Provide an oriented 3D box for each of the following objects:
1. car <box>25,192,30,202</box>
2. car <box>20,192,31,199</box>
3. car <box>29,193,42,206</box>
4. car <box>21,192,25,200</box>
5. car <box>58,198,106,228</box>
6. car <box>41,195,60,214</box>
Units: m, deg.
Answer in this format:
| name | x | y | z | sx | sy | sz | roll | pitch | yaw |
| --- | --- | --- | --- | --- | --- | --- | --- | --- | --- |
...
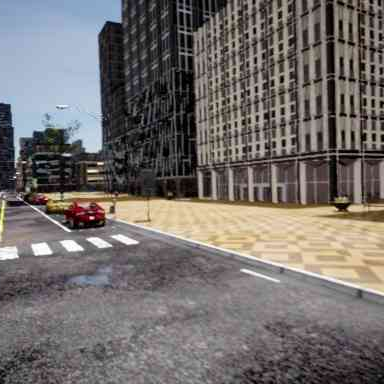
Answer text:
| name | x | y | z | sx | sy | sz | roll | pitch | yaw |
| --- | --- | --- | --- | --- | --- | --- | --- | --- | --- |
| car | -25.302 | 0.933 | 53.369 | 1.752 | 1.417 | 4.829 | -3 | 2 | -29 |
| car | -38.700 | 0.792 | 77.375 | 2.008 | 1.369 | 4.403 | -3 | 2 | -29 |
| car | -19.823 | 1.063 | 43.560 | 1.802 | 1.307 | 4.206 | -3 | 2 | -29 |
| car | -30.611 | 0.884 | 62.883 | 1.887 | 1.381 | 4.507 | -3 | 2 | -29 |
| car | -6.342 | 1.213 | 19.405 | 1.887 | 1.381 | 4.507 | -3 | 2 | -29 |
| car | -11.819 | 1.116 | 29.215 | 1.752 | 1.417 | 4.829 | -3 | 2 | -29 |
